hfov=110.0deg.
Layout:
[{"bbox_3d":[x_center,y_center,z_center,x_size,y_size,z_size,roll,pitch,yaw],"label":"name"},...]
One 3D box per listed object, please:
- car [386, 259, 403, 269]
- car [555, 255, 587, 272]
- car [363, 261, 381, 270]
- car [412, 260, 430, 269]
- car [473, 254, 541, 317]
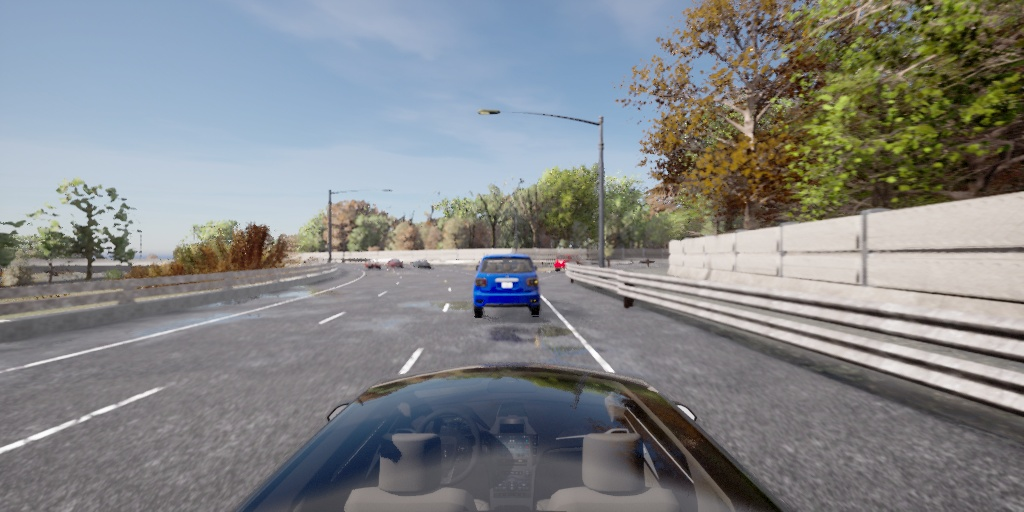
[{"bbox_3d":[-18.190,1.226,55.457,1.812,1.442,4.674,0,0,-30],"label":"car"},{"bbox_3d":[7.232,0.864,43.766,2.150,2.045,5.566,-1,0,35],"label":"car"},{"bbox_3d":[-20.606,1.314,52.729,1.895,1.301,4.718,0,0,-29],"label":"car"},{"bbox_3d":[-14.029,1.251,55.181,1.994,1.385,4.181,0,0,-29],"label":"car"},{"bbox_3d":[-0.198,0.948,13.249,2.150,2.045,5.566,0,0,-1],"label":"car"}]
